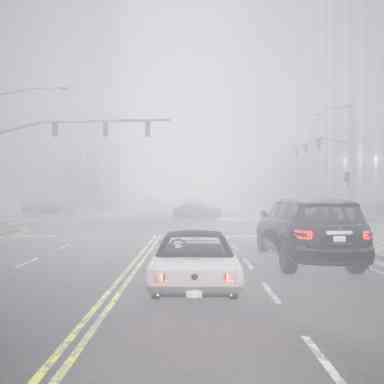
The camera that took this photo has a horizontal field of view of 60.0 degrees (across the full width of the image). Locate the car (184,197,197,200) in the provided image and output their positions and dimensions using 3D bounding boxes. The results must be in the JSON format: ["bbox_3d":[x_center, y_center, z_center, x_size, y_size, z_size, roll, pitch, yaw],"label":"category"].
[{"bbox_3d":[-0.163,1.477,47.131,1.882,1.535,5.008,1,0,7],"label":"car"}]

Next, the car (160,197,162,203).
[{"bbox_3d":[-6.971,1.547,65.756,2.033,1.411,5.357,0,0,1],"label":"car"}]

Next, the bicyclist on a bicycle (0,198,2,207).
[{"bbox_3d":[-26.380,1.301,45.389,0.582,1.620,1.656,0,0,-1],"label":"bicyclist on a bicycle"}]

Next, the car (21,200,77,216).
[{"bbox_3d":[-13.434,1.491,31.382,4.902,1.511,2.128,0,0,-6],"label":"car"}]

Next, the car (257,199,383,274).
[{"bbox_3d":[3.583,1.222,10.723,2.150,2.045,5.566,0,0,0],"label":"car"}]

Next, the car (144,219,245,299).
[{"bbox_3d":[0.067,1.601,8.369,1.895,1.301,4.718,0,0,1],"label":"car"}]

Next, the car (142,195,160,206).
[{"bbox_3d":[-7.040,1.352,55.236,2.097,1.767,4.553,0,0,0],"label":"car"}]

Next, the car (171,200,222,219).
[{"bbox_3d":[0.382,1.564,27.652,4.181,1.385,1.994,0,0,-1],"label":"car"}]
